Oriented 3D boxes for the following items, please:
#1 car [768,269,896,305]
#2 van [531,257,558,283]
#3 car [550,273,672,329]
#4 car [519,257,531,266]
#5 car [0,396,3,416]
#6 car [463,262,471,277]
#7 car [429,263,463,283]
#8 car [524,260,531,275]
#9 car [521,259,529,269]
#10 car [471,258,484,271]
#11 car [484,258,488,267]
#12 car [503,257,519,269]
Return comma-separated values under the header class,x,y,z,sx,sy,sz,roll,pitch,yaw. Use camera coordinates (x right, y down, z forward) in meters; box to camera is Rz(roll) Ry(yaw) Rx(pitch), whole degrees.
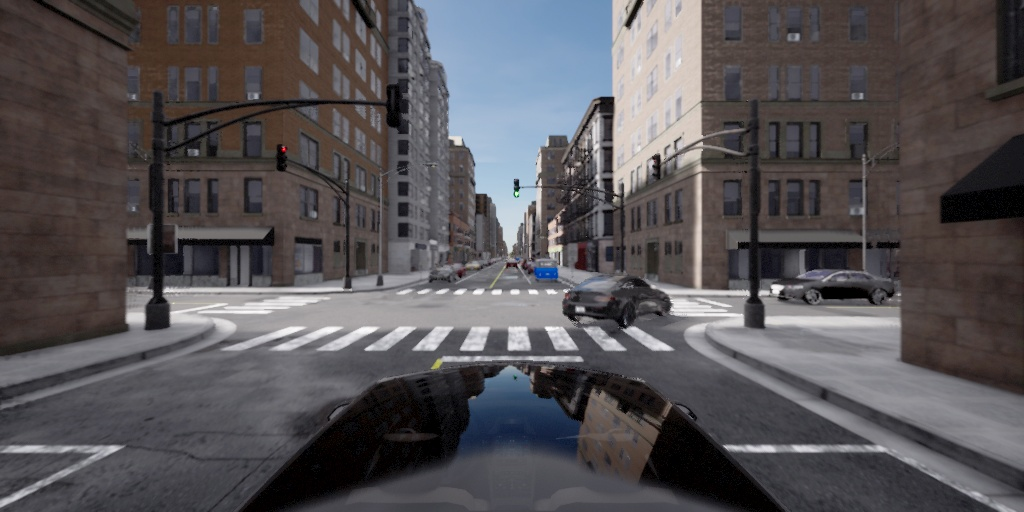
class,x,y,z,sx,sy,sz,roll,pitch,yaw
car,14.334,1.358,16.223,4.902,1.511,2.128,0,0,-2
van,2.632,1.129,28.370,1.690,1.789,3.998,0,0,0
car,3.417,1.303,11.435,1.812,1.442,4.674,-1,-1,43
car,2.626,1.137,56.777,2.192,1.841,5.009,0,0,0
car,-5.387,1.300,1.278,2.007,1.370,4.403,0,0,0
car,-5.394,1.342,34.041,1.888,1.381,4.507,0,0,0
car,-5.393,1.339,28.359,2.007,1.370,4.403,0,0,0
car,2.630,1.387,39.732,1.802,1.307,4.207,0,0,0
car,2.627,1.400,51.095,1.802,1.307,4.207,0,0,0
car,-5.398,1.343,50.917,1.751,1.417,4.829,0,0,0
car,-5.399,1.388,56.769,1.948,1.339,4.313,0,0,0
car,-0.011,1.301,58.083,1.882,1.535,5.008,0,0,0
